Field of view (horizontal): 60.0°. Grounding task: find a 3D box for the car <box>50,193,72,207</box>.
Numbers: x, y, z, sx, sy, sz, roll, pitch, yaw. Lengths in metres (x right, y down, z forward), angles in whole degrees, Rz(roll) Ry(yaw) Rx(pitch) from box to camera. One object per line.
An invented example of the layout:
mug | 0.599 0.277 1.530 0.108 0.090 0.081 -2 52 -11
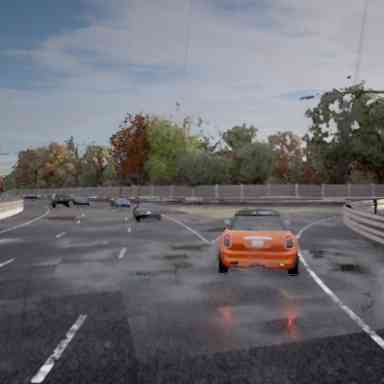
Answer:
car | -19.643 1.136 49.235 2.150 2.045 5.566 0 0 -28

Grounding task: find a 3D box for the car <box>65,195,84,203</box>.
car | -24.556 1.395 69.481 2.128 1.511 4.902 0 0 -41

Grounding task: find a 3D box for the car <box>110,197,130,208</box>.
car | -9.800 1.442 45.164 2.033 1.411 5.357 0 0 -25

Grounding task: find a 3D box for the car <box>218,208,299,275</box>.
car | 2.063 1.313 10.561 2.097 1.767 4.553 0 0 11

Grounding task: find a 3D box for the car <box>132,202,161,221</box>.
car | -3.681 1.495 26.768 1.994 1.385 4.181 0 0 -13

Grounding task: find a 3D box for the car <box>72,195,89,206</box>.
car | -17.717 1.461 52.901 1.994 1.385 4.181 0 0 -29
